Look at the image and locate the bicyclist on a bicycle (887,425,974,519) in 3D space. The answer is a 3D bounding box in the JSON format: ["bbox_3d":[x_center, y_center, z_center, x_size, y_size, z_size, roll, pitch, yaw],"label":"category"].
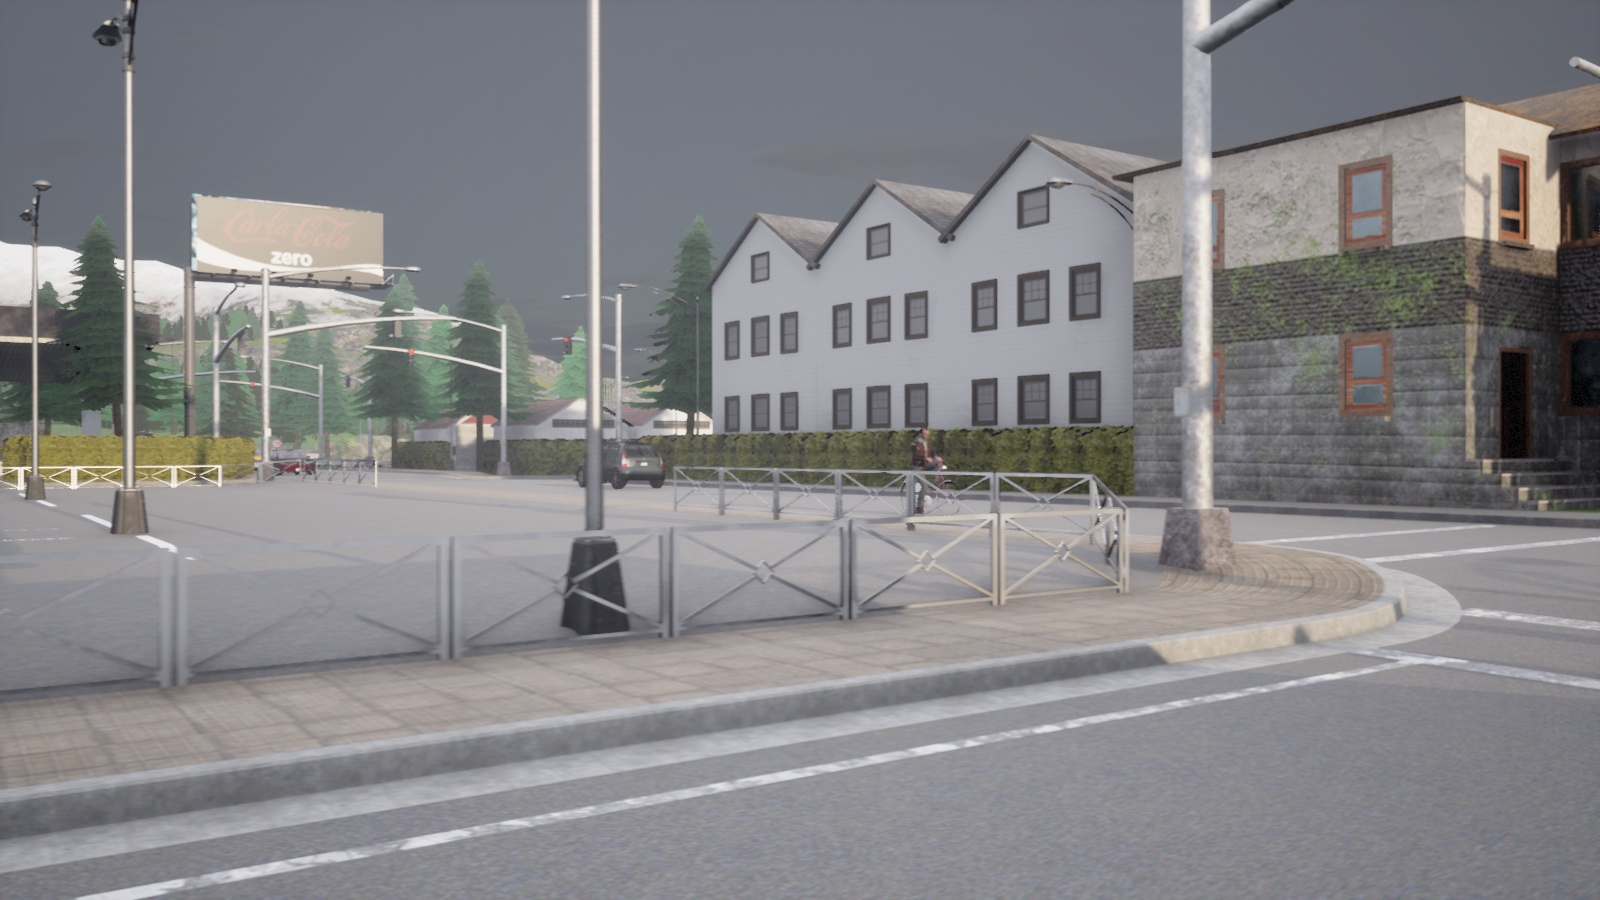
[{"bbox_3d":[2.551,0.417,24.739,0.659,1.776,1.843,0,0,-35],"label":"bicyclist on a bicycle"}]

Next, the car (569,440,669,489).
[{"bbox_3d":[-6.338,0.493,43.726,1.851,1.617,3.988,0,0,-35],"label":"car"}]

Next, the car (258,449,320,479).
[{"bbox_3d":[-28.124,0.788,69.044,2.163,1.488,4.792,-2,0,-35],"label":"car"}]
